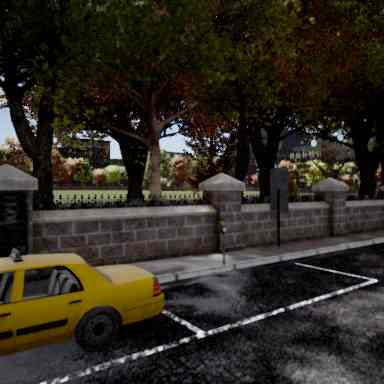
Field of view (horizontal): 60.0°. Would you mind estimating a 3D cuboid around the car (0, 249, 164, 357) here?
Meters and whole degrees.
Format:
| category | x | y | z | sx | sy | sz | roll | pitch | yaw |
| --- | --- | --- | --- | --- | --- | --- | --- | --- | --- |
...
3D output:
| category | x | y | z | sx | sy | sz | roll | pitch | yaw |
| --- | --- | --- | --- | --- | --- | --- | --- | --- | --- |
| car | -2.735 | 1.525 | 4.609 | 4.829 | 1.417 | 1.752 | 0 | 0 | -35 |
